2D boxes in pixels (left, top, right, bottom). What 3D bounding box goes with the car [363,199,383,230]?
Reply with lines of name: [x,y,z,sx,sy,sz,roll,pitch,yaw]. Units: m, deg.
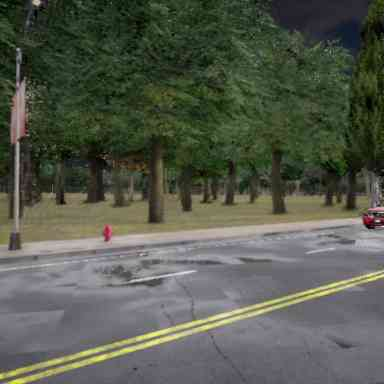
car: [13.118,1.355,21.059,5.566,2.045,2.150,0,0,-36]
